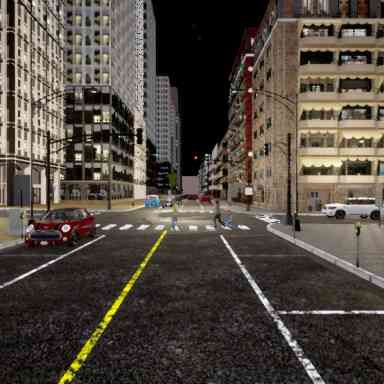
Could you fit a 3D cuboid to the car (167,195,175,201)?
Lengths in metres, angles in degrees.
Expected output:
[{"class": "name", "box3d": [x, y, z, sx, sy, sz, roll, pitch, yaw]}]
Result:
[{"class": "car", "box3d": [-5.710, 1.569, 91.518, 1.752, 1.417, 4.829, 0, 0, 0]}]

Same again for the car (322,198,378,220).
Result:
[{"class": "car", "box3d": [15.280, 1.546, 31.473, 5.566, 2.045, 2.150, 1, 0, -2]}]

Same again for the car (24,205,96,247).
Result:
[{"class": "car", "box3d": [-5.694, 1.441, 14.807, 1.967, 1.590, 4.097, 0, 0, 0]}]

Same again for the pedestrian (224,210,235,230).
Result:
[{"class": "pedestrian", "box3d": [2.245, 1.575, 19.544, 0.375, 1.300, 0.375, 0, 0, 0]}]

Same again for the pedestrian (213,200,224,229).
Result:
[{"class": "pedestrian", "box3d": [1.597, 1.307, 20.143, 0.375, 1.860, 0.375, 0, 0, 0]}]

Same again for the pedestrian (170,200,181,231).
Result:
[{"class": "pedestrian", "box3d": [-0.943, 1.295, 18.942, 0.375, 1.860, 0.375, 0, 0, 0]}]

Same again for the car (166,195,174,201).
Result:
[{"class": "car", "box3d": [-5.709, 1.479, 86.137, 1.967, 1.590, 4.097, 0, 0, 0]}]

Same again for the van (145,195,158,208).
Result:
[{"class": "van", "box3d": [-5.701, 1.352, 47.281, 1.690, 1.788, 3.998, 0, 0, 0]}]

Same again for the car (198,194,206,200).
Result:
[{"class": "car", "box3d": [2.670, 1.359, 91.691, 2.192, 1.841, 5.009, 0, 0, 0]}]

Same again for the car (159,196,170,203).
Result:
[{"class": "car", "box3d": [-5.705, 1.550, 69.315, 1.752, 1.417, 4.829, 0, 0, 0]}]

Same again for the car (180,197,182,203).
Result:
[{"class": "car", "box3d": [-3.099, 1.507, 56.290, 2.128, 1.511, 4.902, 0, 0, 0]}]

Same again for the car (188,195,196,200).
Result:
[{"class": "car", "box3d": [-0.015, 1.484, 86.814, 1.895, 1.301, 4.718, 0, 0, 0]}]

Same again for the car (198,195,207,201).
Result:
[{"class": "car", "box3d": [2.672, 1.589, 86.140, 2.008, 1.369, 4.403, 0, 0, 0]}]

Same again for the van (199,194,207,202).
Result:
[{"class": "van", "box3d": [2.672, 1.375, 80.590, 1.690, 1.788, 3.998, 0, 0, 0]}]

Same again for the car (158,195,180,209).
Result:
[{"class": "car", "box3d": [-3.107, 1.502, 46.211, 2.128, 1.511, 4.902, 0, 0, 0]}]

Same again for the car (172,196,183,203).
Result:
[{"class": "car", "box3d": [-3.014, 1.588, 69.542, 1.994, 1.385, 4.181, 0, 0, 0]}]

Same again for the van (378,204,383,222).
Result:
[{"class": "van", "box3d": [16.925, 1.706, 25.545, 3.998, 1.788, 1.690, 1, -1, 0]}]

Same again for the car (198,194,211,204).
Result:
[{"class": "car", "box3d": [2.676, 1.336, 63.937, 2.192, 1.841, 5.009, 0, 0, 0]}]

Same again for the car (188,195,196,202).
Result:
[{"class": "car", "box3d": [-0.012, 1.500, 76.361, 1.882, 1.535, 5.008, 0, 0, 0]}]
